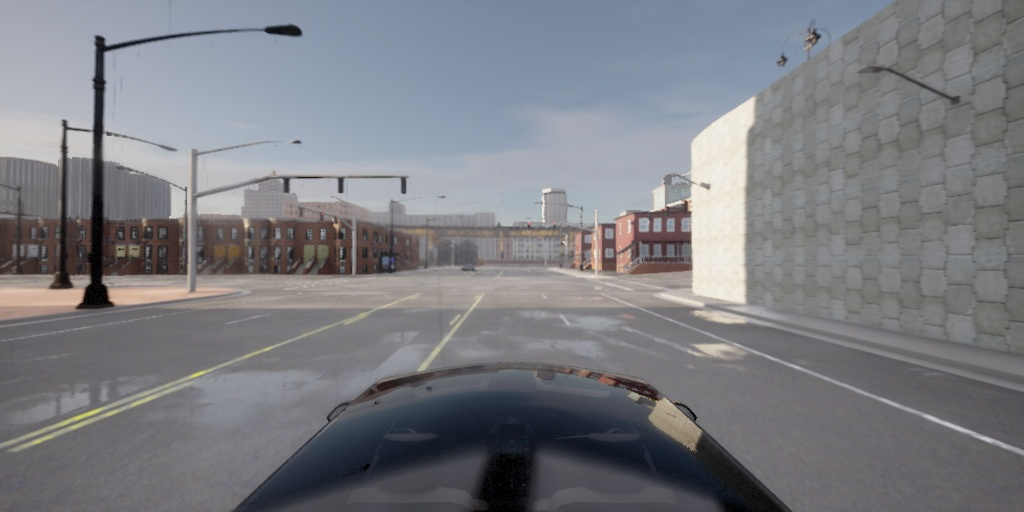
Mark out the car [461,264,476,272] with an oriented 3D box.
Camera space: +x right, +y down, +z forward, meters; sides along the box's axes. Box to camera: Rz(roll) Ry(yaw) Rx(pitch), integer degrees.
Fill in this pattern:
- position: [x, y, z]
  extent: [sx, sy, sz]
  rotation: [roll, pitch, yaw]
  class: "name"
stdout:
- position: [-7.016, 1.951, 58.386]
  extent: [1.994, 1.385, 4.181]
  rotation: [0, 0, 0]
  class: "car"
